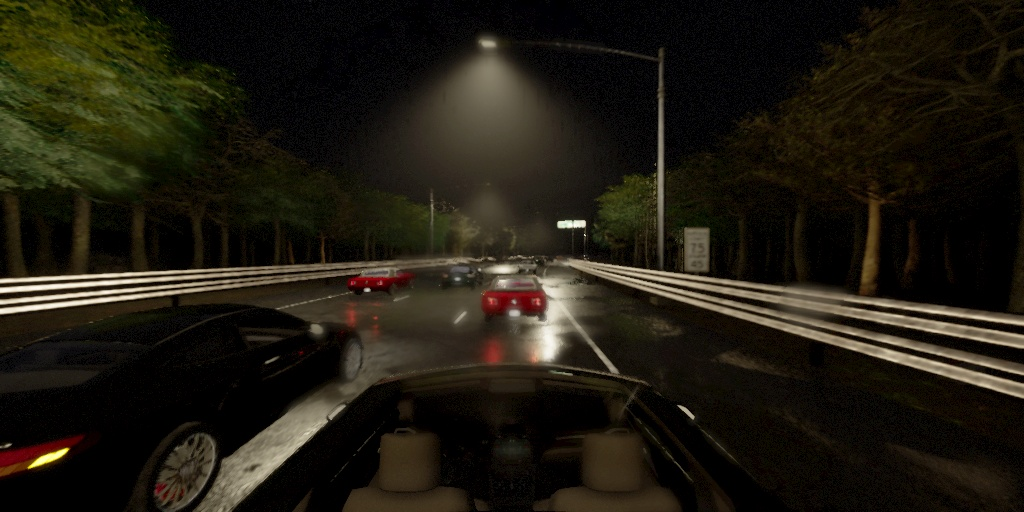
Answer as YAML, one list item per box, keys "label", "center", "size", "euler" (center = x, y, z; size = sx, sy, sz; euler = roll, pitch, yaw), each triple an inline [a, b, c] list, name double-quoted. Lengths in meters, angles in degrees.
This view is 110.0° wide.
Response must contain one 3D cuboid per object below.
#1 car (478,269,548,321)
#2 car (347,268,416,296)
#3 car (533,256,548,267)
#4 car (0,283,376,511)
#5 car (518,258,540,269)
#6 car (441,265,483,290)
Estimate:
- label: "car"
  center: [0.144, 1.304, 12.200]
  size: [1.895, 1.301, 4.718]
  euler: [0, 0, 2]
- label: "car"
  center: [-6.516, 1.261, 18.585]
  size: [1.895, 1.301, 4.718]
  euler: [0, 0, 2]
- label: "car"
  center: [4.415, 0.833, 60.563]
  size: [2.097, 1.767, 4.553]
  euler: [0, 0, 9]
- label: "car"
  center: [-3.367, 1.258, 4.027]
  size: [1.812, 1.442, 4.674]
  euler: [0, 0, 0]
- label: "car"
  center: [1.797, 1.184, 39.272]
  size: [1.895, 1.301, 4.718]
  euler: [0, 0, 5]
- label: "car"
  center: [-2.864, 1.218, 21.542]
  size: [1.994, 1.385, 4.181]
  euler: [0, 0, 3]
